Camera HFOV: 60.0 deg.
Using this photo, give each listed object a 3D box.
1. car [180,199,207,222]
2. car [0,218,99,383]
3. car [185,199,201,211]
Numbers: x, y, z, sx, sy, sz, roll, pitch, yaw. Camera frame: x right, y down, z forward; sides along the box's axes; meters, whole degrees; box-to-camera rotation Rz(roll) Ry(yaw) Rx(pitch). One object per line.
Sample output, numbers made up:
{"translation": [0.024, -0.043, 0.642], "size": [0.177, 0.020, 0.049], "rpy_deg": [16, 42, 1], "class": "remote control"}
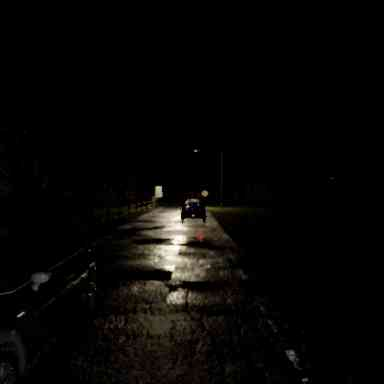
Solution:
{"translation": [0.105, 1.450, 25.742], "size": [2.128, 1.511, 4.902], "rpy_deg": [0, 0, 0], "class": "car"}
{"translation": [-2.848, 1.347, 4.539], "size": [2.097, 1.767, 4.553], "rpy_deg": [0, 0, 0], "class": "car"}
{"translation": [0.111, 1.522, 41.430], "size": [1.895, 1.301, 4.718], "rpy_deg": [0, 0, 0], "class": "car"}
